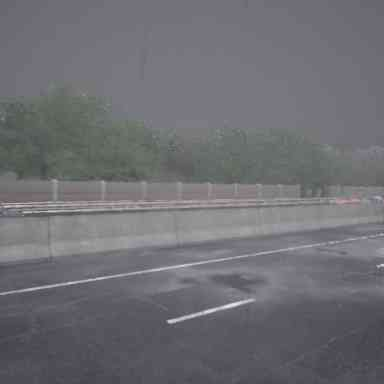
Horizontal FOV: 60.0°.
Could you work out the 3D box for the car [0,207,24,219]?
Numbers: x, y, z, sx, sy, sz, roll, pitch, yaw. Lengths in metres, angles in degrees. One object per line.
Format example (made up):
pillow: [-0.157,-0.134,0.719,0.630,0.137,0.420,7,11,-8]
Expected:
car: [-9.952,1.546,14.092,5.357,1.411,2.033,0,0,-36]

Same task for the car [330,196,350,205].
car: [20.381,1.334,44.315,4.553,1.767,2.097,0,0,-35]

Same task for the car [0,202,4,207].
car: [-11.407,1.489,17.352,4.902,1.511,2.128,0,0,-36]

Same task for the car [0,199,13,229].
car: [-13.531,1.349,20.135,4.553,1.767,2.097,0,0,-35]

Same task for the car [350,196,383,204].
car: [22.282,1.472,41.380,4.902,1.511,2.128,0,0,-35]
